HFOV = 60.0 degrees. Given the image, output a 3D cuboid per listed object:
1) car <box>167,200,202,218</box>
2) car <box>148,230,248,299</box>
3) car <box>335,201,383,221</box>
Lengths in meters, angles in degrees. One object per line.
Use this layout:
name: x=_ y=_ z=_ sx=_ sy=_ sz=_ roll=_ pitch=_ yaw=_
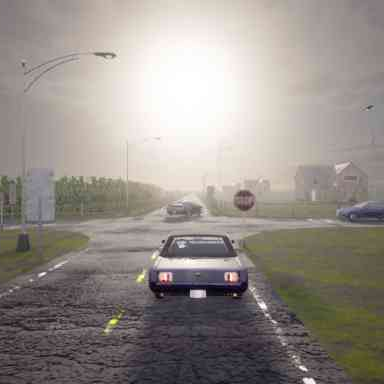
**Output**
car: x=-0.591 y=1.503 z=30.519 sx=2.128 sy=1.511 sz=4.902 roll=1 pitch=0 yaw=22
car: x=0.154 y=1.602 z=8.391 sx=1.895 sy=1.301 sz=4.718 roll=0 pitch=0 yaw=1
car: x=13.265 y=1.408 z=25.014 sx=4.674 sy=1.442 sz=1.812 roll=-1 pitch=0 yaw=0
